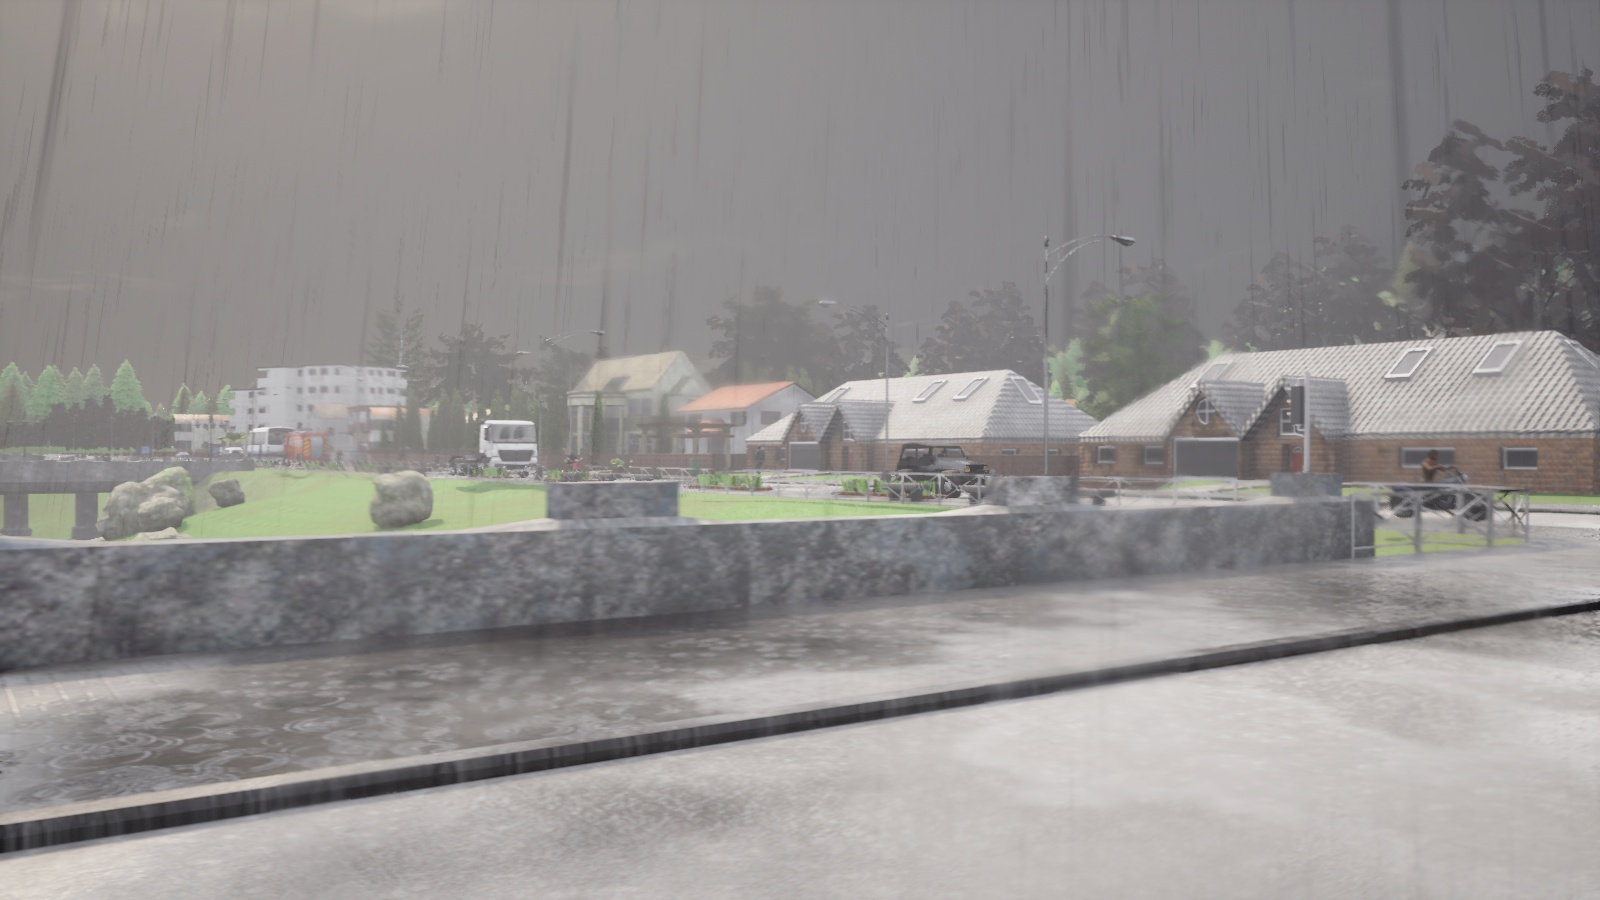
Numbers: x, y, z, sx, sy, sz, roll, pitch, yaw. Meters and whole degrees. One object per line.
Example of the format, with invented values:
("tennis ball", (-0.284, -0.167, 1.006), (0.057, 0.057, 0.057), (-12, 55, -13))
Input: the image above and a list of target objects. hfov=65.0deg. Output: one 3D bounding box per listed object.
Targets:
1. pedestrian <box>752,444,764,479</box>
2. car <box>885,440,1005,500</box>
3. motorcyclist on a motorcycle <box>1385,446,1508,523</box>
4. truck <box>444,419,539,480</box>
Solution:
("pedestrian", (-2.228, 0.623, 66.644), (0.353, 1.847, 0.614), (0, 0, -33))
("car", (4.774, 0.633, 41.798), (1.905, 1.878, 3.866), (0, 0, -35))
("motorcyclist on a motorcycle", (14.376, 0.733, 28.004), (0.766, 1.649, 2.350), (0, 0, -35))
("truck", (-18.591, -0.013, 75.362), (2.891, 3.462, 7.936), (0, 0, -35))
